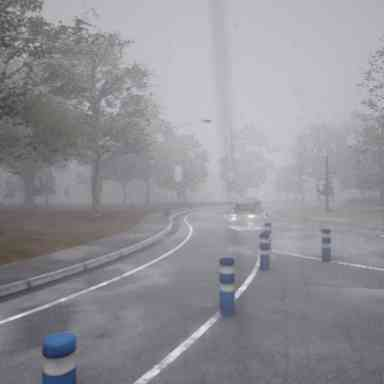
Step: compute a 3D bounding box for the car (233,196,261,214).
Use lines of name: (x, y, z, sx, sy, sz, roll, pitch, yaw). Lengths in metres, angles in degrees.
car: (5.426, 1.208, 32.337, 1.882, 1.535, 5.008, -1, 0, 22)

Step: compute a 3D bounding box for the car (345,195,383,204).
car: (23.460, 1.036, 45.115, 4.718, 1.301, 1.895, -1, 1, 0)
